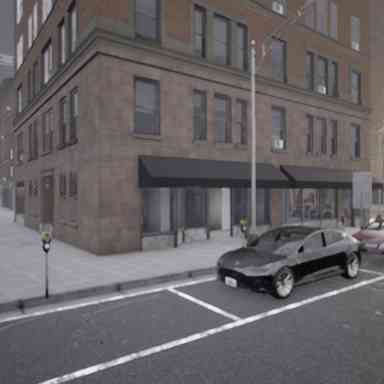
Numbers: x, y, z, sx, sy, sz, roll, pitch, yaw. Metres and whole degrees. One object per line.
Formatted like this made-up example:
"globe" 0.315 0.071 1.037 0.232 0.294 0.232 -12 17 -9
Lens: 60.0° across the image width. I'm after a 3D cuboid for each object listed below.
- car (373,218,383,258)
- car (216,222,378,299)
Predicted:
"car" 7.056 1.584 11.679 4.206 1.307 1.802 0 0 -36
"car" 2.602 1.567 8.450 4.313 1.339 1.947 0 0 -36
